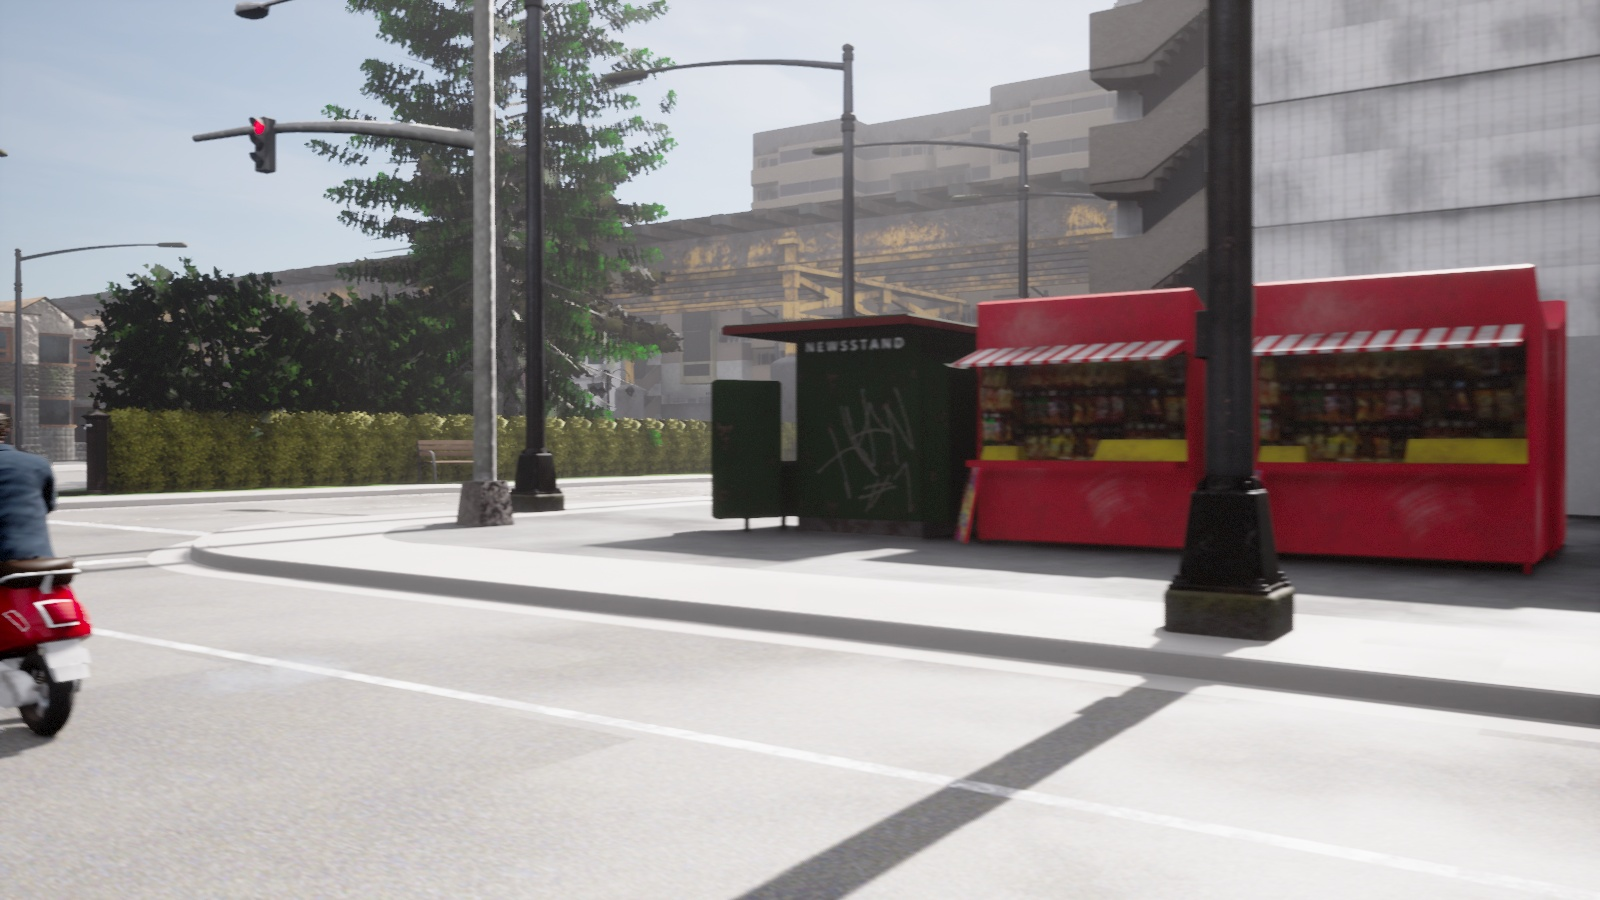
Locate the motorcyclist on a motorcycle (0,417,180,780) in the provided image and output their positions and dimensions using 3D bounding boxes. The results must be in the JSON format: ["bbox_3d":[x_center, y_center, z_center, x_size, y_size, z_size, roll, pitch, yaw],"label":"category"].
[{"bbox_3d":[-4.058,0.647,6.319,1.817,1.590,0.866,0,1,34],"label":"motorcyclist on a motorcycle"}]
